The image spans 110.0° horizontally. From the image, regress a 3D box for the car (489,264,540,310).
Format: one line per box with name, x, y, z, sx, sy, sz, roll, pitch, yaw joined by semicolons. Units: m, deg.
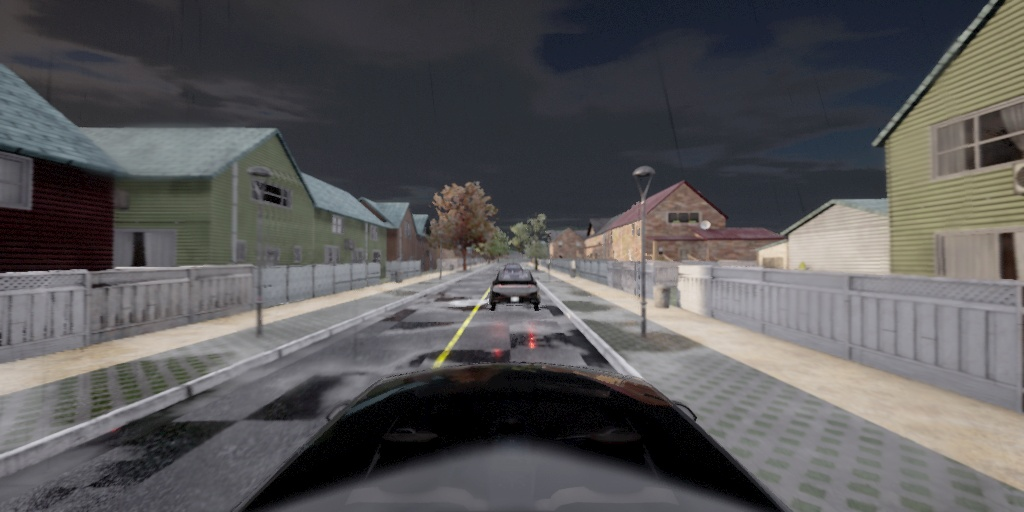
car;0.100;1.273;14.754;2.128;1.511;4.902;0;0;0
